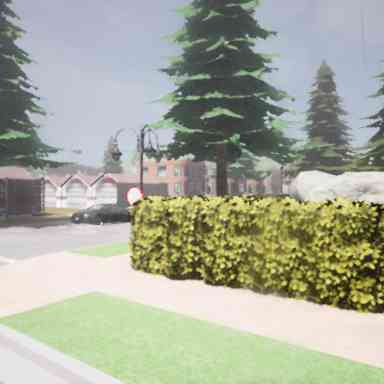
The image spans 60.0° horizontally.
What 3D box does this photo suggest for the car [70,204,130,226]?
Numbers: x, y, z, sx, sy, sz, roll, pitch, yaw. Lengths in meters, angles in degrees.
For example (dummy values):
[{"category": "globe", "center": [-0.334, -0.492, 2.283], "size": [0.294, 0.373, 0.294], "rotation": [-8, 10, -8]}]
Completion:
[{"category": "car", "center": [-6.191, 1.510, 22.860], "size": [1.994, 1.385, 4.181], "rotation": [0, 0, 35]}]
